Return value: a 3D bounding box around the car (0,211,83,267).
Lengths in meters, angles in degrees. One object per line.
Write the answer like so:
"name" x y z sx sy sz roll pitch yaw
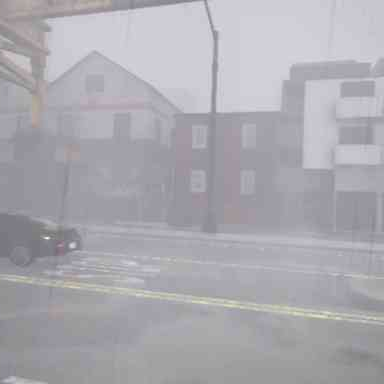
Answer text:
"car" -5.686 1.311 10.275 4.674 1.442 1.812 2 0 14
